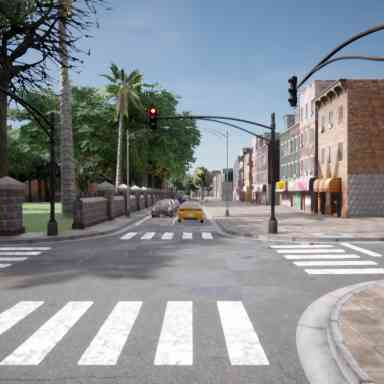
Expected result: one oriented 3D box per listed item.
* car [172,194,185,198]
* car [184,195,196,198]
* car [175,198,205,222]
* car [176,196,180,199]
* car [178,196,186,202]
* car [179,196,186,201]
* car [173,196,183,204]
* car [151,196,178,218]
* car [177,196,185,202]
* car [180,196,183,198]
[{"bbox_3d":[-2.946,1.398,64.289,2.150,2.045,5.566,0,0,0],"label":"car"},{"bbox_3d":[0.132,1.639,59.340,2.128,1.511,4.902,0,0,0],"label":"car"},{"bbox_3d":[-0.043,1.507,26.422,1.882,1.535,5.008,0,0,1],"label":"car"},{"bbox_3d":[-2.621,1.496,36.340,1.967,1.590,4.097,0,0,0],"label":"car"},{"bbox_3d":[-2.596,1.856,87.538,2.008,1.369,4.403,-1,0,0],"label":"car"},{"bbox_3d":[-2.592,1.910,93.227,1.947,1.339,4.313,-1,0,0],"label":"car"},{"bbox_3d":[-2.981,1.711,71.258,1.837,1.490,4.892,0,0,0],"label":"car"},{"bbox_3d":[-2.625,1.480,30.652,1.967,1.590,4.097,0,0,0],"label":"car"},{"bbox_3d":[-2.599,1.814,81.849,1.887,1.381,4.507,0,0,0],"label":"car"},{"bbox_3d":[-2.616,1.677,47.718,1.802,1.307,4.206,0,0,0],"label":"car"}]
